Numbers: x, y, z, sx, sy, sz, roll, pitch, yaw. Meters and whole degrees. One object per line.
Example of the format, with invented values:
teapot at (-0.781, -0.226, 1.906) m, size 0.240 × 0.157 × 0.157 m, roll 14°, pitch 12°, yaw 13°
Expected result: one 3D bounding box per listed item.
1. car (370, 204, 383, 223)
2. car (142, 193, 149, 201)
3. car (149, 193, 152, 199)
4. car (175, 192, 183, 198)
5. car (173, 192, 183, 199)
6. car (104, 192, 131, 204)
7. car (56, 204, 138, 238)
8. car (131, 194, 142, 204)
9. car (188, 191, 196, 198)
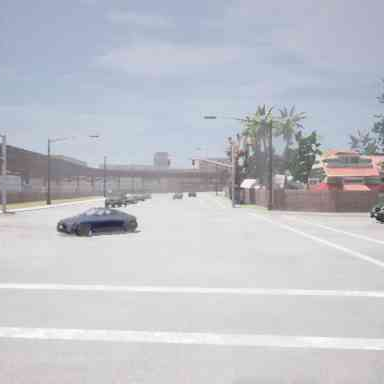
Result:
car at (15.610, 1.222, 23.312) m, size 5.566 × 2.045 × 2.150 m, roll 0°, pitch 0°, yaw -1°
car at (-10.436, 1.139, 66.245) m, size 1.994 × 1.385 × 4.181 m, roll 0°, pitch 1°, yaw 0°
car at (-10.426, 0.893, 76.577) m, size 1.812 × 1.442 × 4.674 m, roll 0°, pitch 1°, yaw 0°
car at (-3.416, 0.705, 87.201) m, size 1.994 × 1.385 × 4.181 m, roll 0°, pitch 1°, yaw 0°
car at (-3.425, 0.959, 76.883) m, size 1.895 × 1.301 × 4.718 m, roll 0°, pitch 1°, yaw 0°
car at (-10.509, 1.079, 46.405) m, size 2.150 × 2.045 × 5.566 m, roll 0°, pitch 1°, yaw 1°
car at (-5.019, 1.557, 17.873) m, size 4.181 × 1.385 × 1.994 m, roll 0°, pitch 0°, yaw -39°
car at (-10.445, 1.283, 56.527) m, size 2.033 × 1.411 × 5.357 m, roll 0°, pitch 1°, yaw 0°
car at (0.084, 0.515, 86.839) m, size 2.097 × 1.767 × 4.553 m, roll 0°, pitch 1°, yaw 0°
